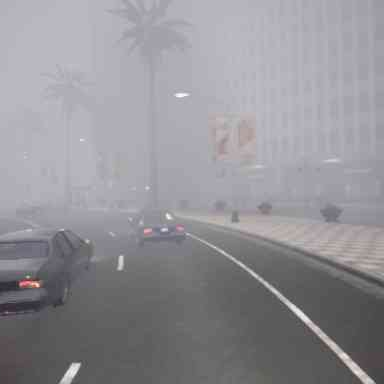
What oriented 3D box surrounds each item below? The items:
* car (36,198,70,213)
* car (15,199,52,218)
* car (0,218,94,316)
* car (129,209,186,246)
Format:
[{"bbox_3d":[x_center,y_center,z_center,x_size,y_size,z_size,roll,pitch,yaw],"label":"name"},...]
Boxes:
[{"bbox_3d":[-15.469,1.642,37.184,2.033,1.411,5.357,-2,1,-42],"label":"car"},{"bbox_3d":[-15.242,1.660,31.510,1.812,1.442,4.674,-2,1,-40],"label":"car"},{"bbox_3d":[-3.621,1.575,7.855,2.033,1.411,5.357,-1,0,-8],"label":"car"},{"bbox_3d":[-1.705,1.471,14.938,2.033,1.411,5.357,-2,0,-15],"label":"car"}]
